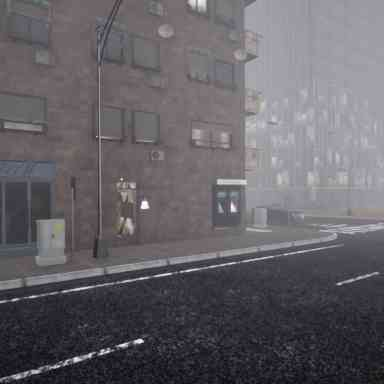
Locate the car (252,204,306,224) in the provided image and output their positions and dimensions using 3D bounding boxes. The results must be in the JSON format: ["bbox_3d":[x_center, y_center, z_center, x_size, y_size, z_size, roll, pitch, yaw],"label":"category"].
[{"bbox_3d":[7.242,1.771,28.028,2.128,1.511,4.902,-1,-1,-36],"label":"car"}]
